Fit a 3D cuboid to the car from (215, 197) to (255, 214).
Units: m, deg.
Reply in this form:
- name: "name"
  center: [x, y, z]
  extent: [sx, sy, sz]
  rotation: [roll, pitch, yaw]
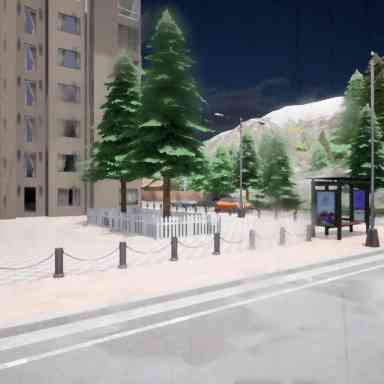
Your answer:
- name: "car"
  center: [4.530, 1.367, 35.303]
  extent: [2.097, 1.767, 4.553]
  rotation: [0, 0, -35]

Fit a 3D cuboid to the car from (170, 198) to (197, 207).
- name: "car"
  center: [-1.337, 1.616, 49.961]
  extent: [1.895, 1.301, 4.718]
  rotation: [0, 0, -35]
